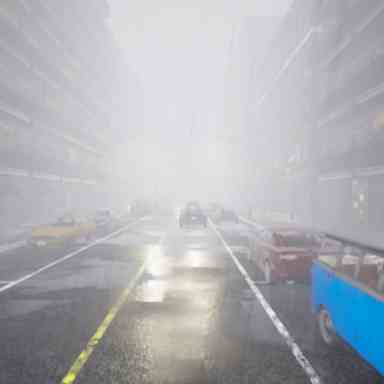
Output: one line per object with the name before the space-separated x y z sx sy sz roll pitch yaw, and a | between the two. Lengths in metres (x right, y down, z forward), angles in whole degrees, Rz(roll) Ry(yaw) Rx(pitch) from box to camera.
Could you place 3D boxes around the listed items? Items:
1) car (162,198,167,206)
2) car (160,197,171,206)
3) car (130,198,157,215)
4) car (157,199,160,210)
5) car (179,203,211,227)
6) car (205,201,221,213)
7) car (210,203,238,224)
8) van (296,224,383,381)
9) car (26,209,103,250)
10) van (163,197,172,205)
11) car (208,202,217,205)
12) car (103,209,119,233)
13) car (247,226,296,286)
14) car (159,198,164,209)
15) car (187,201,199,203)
car | -5.700 2.042 54.991 1.802 1.307 4.206 0 -1 0
car | -5.702 1.888 66.373 2.192 1.841 5.009 0 -1 0
car | -5.694 1.621 37.924 2.192 1.841 5.009 0 0 0
car | -5.697 1.879 43.443 1.752 1.417 4.829 0 0 0
car | 0.094 1.756 24.426 1.994 1.385 4.181 0 -1 0
car | 2.683 1.937 43.612 1.802 1.307 4.206 0 -1 0
car | 2.688 1.792 26.542 1.802 1.307 4.206 0 0 0
van | 2.694 1.370 3.783 1.690 1.788 3.998 0 0 0
car | -5.689 1.641 14.992 1.752 1.417 4.829 0 0 0
van | -5.704 2.029 77.754 1.690 1.788 3.998 0 -1 0
car | 2.685 1.888 37.922 1.802 1.307 4.206 0 0 0
car | -5.691 1.745 20.853 1.802 1.307 4.206 0 0 0
car | 2.692 1.617 9.472 1.887 1.381 4.507 0 0 0
car | -5.698 1.972 49.303 1.947 1.339 4.313 0 -1 0
car | 0.090 1.814 41.518 1.882 1.535 5.008 0 -1 0
